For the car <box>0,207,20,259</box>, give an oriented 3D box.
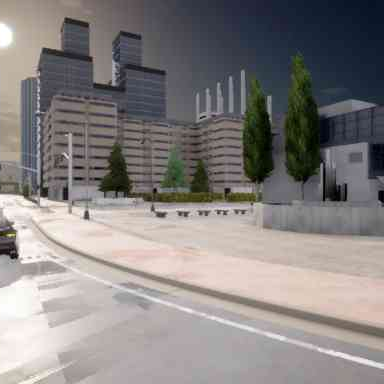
[{"bbox_3d":[-7.421,1.515,11.810,1.837,1.490,4.892,0,0,-36],"label":"car"}]
